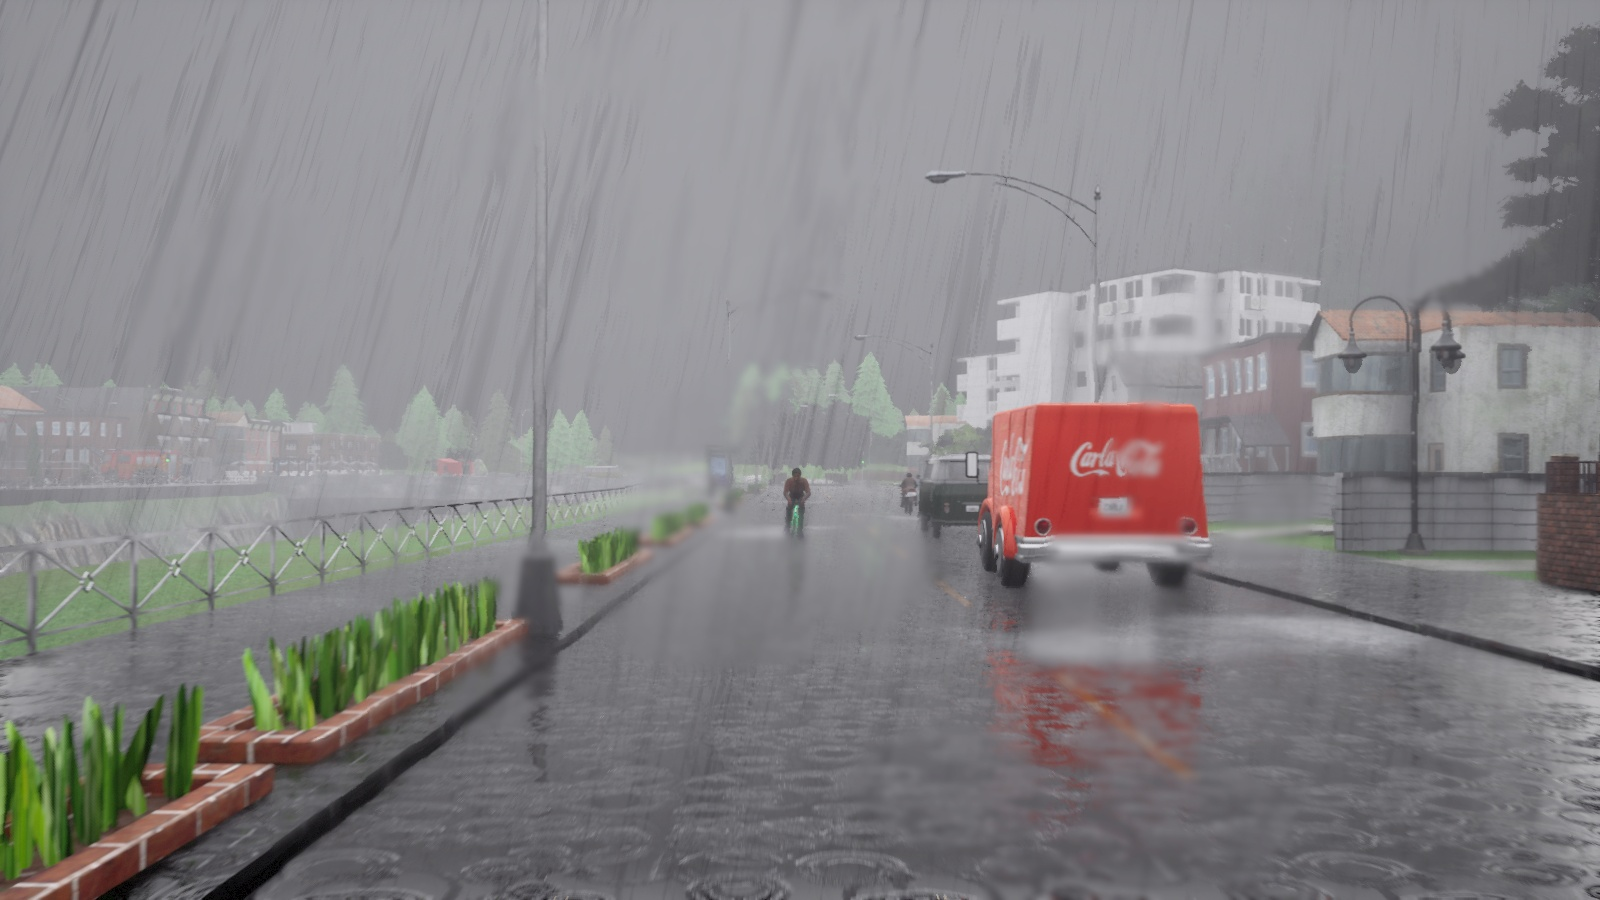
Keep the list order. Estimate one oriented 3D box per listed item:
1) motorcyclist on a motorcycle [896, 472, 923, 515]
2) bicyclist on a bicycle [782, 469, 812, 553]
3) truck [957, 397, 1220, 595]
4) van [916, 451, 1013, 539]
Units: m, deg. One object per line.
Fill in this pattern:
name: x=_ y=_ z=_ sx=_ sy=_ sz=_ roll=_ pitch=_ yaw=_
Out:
motorcyclist on a motorcycle: x=3.895 y=1.531 z=44.763 sx=0.797 sy=1.523 sz=2.044 roll=0 pitch=-1 yaw=0
bicyclist on a bicycle: x=-0.059 y=1.186 z=25.009 sx=0.582 sy=1.620 sz=1.656 roll=0 pitch=-1 yaw=0
truck: x=3.955 y=0.620 z=18.394 sx=2.627 sy=2.467 sz=5.204 roll=0 pitch=-1 yaw=0
van: x=3.927 y=1.066 z=30.704 sx=1.775 sy=1.987 sz=4.442 roll=0 pitch=-1 yaw=0
